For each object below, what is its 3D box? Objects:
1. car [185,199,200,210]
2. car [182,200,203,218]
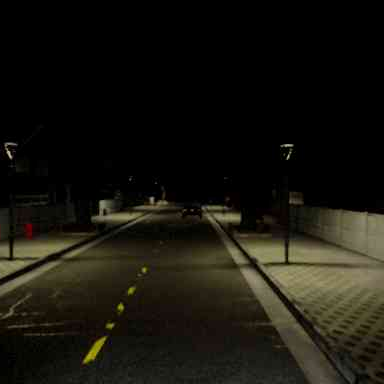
[{"bbox_3d":[0.068,1.707,44.906,1.895,1.301,4.718,0,0,1],"label":"car"},{"bbox_3d":[0.025,1.589,30.662,2.033,1.411,5.357,0,0,0],"label":"car"}]
